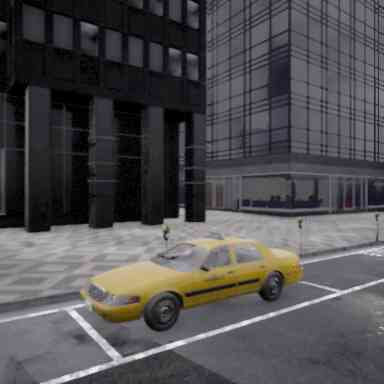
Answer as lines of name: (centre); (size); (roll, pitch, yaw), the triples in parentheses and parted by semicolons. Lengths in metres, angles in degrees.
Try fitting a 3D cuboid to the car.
car: (0.272, 1.546, 6.848); (4.829, 1.417, 1.752); (0, 0, -36)
